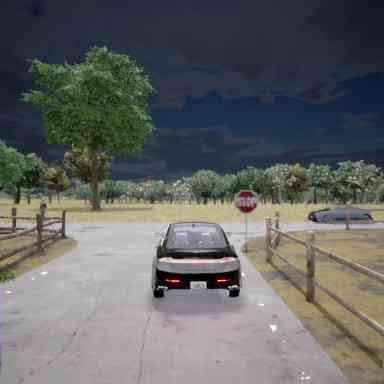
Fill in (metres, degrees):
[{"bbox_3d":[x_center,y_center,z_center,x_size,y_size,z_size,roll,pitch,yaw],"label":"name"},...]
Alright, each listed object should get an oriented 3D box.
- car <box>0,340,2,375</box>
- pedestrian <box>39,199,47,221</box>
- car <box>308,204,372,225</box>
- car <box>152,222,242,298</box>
[{"bbox_3d":[-2.786,1.221,0.658,2.150,2.045,5.566,0,0,1],"label":"car"},{"bbox_3d":[-12.116,1.439,27.076,0.375,1.860,0.375,0,-1,0],"label":"pedestrian"},{"bbox_3d":[10.545,1.582,23.848,4.181,1.385,1.994,0,-2,-2],"label":"car"},{"bbox_3d":[0.049,1.505,8.545,2.128,1.511,4.902,0,0,-2],"label":"car"}]
